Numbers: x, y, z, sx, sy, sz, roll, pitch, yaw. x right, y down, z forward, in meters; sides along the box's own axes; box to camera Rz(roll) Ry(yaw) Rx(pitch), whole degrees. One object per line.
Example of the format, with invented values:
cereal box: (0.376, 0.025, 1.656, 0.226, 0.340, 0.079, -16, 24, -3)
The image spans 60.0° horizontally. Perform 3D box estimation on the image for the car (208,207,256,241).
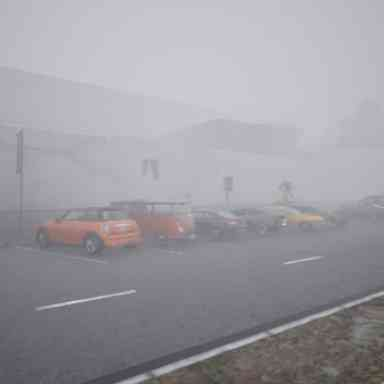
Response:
car: (0.543, 1.588, 16.996, 4.674, 1.452, 2.002, -1, -1, 35)

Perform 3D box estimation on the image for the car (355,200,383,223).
car: (12.697, 1.569, 25.660, 4.674, 1.452, 2.002, -1, 0, 35)

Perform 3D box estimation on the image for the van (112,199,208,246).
van: (-1.786, 1.312, 15.213, 4.442, 1.987, 1.878, -1, -1, 35)

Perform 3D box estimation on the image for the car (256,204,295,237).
car: (2.945, 1.586, 18.747, 4.792, 1.488, 2.163, -1, -1, 35)

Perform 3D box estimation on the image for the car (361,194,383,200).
car: (15.096, 1.263, 27.411, 5.566, 2.045, 2.435, -1, 0, 35)

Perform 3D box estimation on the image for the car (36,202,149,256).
car: (-4.296, 1.397, 13.519, 4.553, 1.767, 2.185, -1, -1, 34)

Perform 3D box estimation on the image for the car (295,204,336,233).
car: (5.560, 1.549, 20.367, 5.366, 1.575, 1.946, -1, -1, 34)

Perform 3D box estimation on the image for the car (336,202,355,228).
car: (7.860, 1.581, 22.183, 4.792, 1.488, 2.163, -1, -1, 35)
